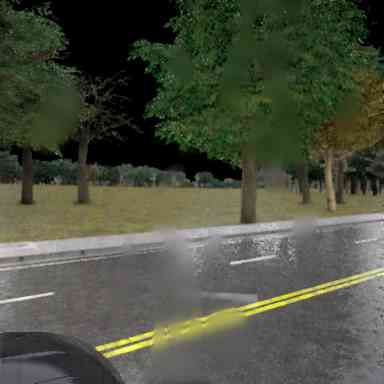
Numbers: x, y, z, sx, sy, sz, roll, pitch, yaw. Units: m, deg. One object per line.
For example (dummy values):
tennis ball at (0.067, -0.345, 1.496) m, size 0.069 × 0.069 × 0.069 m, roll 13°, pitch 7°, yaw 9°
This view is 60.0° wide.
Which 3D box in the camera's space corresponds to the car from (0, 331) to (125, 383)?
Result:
car at (-2.657, 1.505, 1.552) m, size 4.892 × 1.490 × 1.837 m, roll 0°, pitch 0°, yaw -35°
